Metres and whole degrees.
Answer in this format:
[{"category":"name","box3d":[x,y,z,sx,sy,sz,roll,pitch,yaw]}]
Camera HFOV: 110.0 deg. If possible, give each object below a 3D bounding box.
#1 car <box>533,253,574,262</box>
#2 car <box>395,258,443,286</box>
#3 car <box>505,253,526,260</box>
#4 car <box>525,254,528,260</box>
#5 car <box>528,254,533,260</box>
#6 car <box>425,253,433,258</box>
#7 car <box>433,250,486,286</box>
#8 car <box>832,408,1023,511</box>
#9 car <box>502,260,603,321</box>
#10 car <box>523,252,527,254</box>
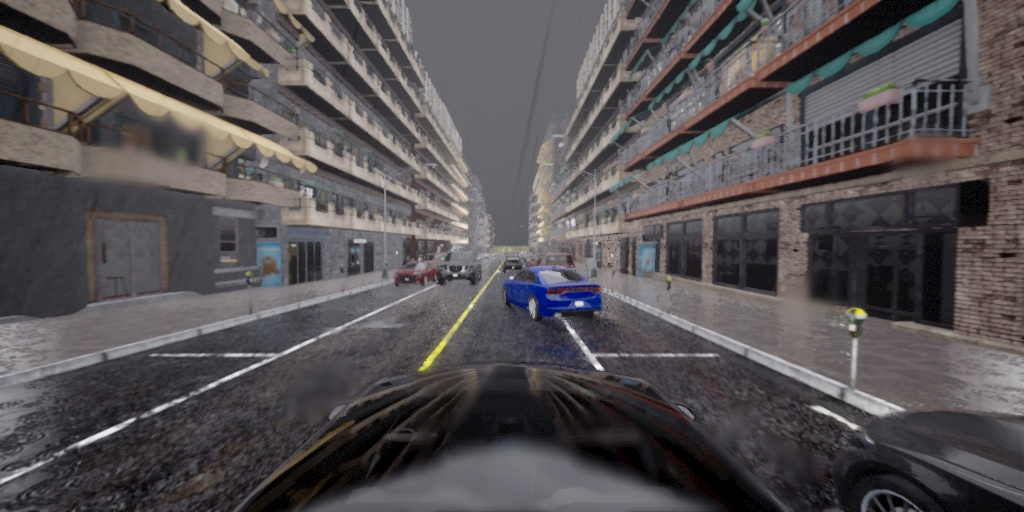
[{"category":"car","box3d":[2.660,0.760,21.744,2.192,1.841,5.009,0,0,0]},{"category":"car","box3d":[-5.688,0.992,21.687,1.888,1.381,4.507,0,0,0]},{"category":"car","box3d":[0.101,0.750,34.690,1.837,1.490,4.892,0,1,0]},{"category":"car","box3d":[2.662,0.726,38.736,1.888,1.381,4.507,0,0,0]},{"category":"car","box3d":[2.660,0.673,27.409,2.192,1.841,5.009,0,0,0]},{"category":"car","box3d":[-5.688,0.674,27.349,2.192,1.841,5.009,0,0,0]},{"category":"car","box3d":[-3.096,0.660,22.332,2.150,2.045,5.566,0,1,0]},{"category":"car","box3d":[3.148,1.294,0.506,1.812,1.442,4.674,0,1,0]},{"category":"car","box3d":[1.082,1.074,11.889,1.882,1.535,5.008,-1,1,-17]},{"category":"car","box3d":[2.700,0.387,61.391,1.948,1.339,4.313,0,0,0]}]
